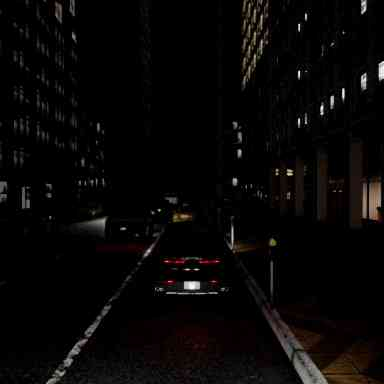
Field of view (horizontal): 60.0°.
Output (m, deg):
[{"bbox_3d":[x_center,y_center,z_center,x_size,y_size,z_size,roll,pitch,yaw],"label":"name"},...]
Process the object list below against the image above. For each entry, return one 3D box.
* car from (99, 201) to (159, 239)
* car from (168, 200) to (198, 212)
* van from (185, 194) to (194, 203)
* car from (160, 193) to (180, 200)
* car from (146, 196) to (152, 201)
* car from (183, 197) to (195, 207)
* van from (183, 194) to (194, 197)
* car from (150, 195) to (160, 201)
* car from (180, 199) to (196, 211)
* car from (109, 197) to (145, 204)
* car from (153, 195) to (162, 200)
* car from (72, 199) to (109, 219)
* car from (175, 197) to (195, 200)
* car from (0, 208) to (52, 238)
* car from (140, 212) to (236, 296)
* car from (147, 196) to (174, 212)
[{"bbox_3d":[-3.044,1.473,17.201,1.882,1.535,5.008,0,0,0],"label":"car"},{"bbox_3d":[-0.457,1.518,23.180,1.752,1.417,4.829,0,0,0],"label":"car"},{"bbox_3d":[-0.456,1.266,68.597,1.690,1.788,3.998,0,0,0],"label":"van"},{"bbox_3d":[-3.045,1.181,49.821,2.150,2.045,5.566,0,0,0],"label":"car"},{"bbox_3d":[-8.837,1.517,62.901,1.802,1.307,4.206,0,0,0],"label":"car"},{"bbox_3d":[-0.456,1.501,51.503,1.887,1.381,4.507,0,0,0],"label":"car"},{"bbox_3d":[-0.457,1.307,45.805,1.690,1.788,3.998,0,0,0],"label":"van"},{"bbox_3d":[-8.836,1.483,79.997,1.802,1.307,4.206,0,0,0],"label":"car"},{"bbox_3d":[-0.456,1.557,40.107,1.802,1.307,4.206,0,0,0],"label":"car"},{"bbox_3d":[-6.245,1.475,32.686,2.128,1.511,4.902,0,0,0],"label":"car"},{"bbox_3d":[-8.836,1.438,85.694,2.008,1.369,4.403,0,0,0],"label":"car"},{"bbox_3d":[-8.838,1.513,28.540,1.752,1.417,4.829,0,0,0],"label":"car"},{"bbox_3d":[-0.457,1.533,34.409,2.008,1.369,4.403,0,0,0],"label":"car"},{"bbox_3d":[-8.838,1.546,17.314,2.008,1.369,4.403,0,0,0],"label":"car"},{"bbox_3d":[0.000,1.502,8.650,1.837,1.490,4.892,0,0,0],"label":"car"},{"bbox_3d":[-3.147,1.487,34.554,1.837,1.490,4.892,0,0,0],"label":"car"}]
